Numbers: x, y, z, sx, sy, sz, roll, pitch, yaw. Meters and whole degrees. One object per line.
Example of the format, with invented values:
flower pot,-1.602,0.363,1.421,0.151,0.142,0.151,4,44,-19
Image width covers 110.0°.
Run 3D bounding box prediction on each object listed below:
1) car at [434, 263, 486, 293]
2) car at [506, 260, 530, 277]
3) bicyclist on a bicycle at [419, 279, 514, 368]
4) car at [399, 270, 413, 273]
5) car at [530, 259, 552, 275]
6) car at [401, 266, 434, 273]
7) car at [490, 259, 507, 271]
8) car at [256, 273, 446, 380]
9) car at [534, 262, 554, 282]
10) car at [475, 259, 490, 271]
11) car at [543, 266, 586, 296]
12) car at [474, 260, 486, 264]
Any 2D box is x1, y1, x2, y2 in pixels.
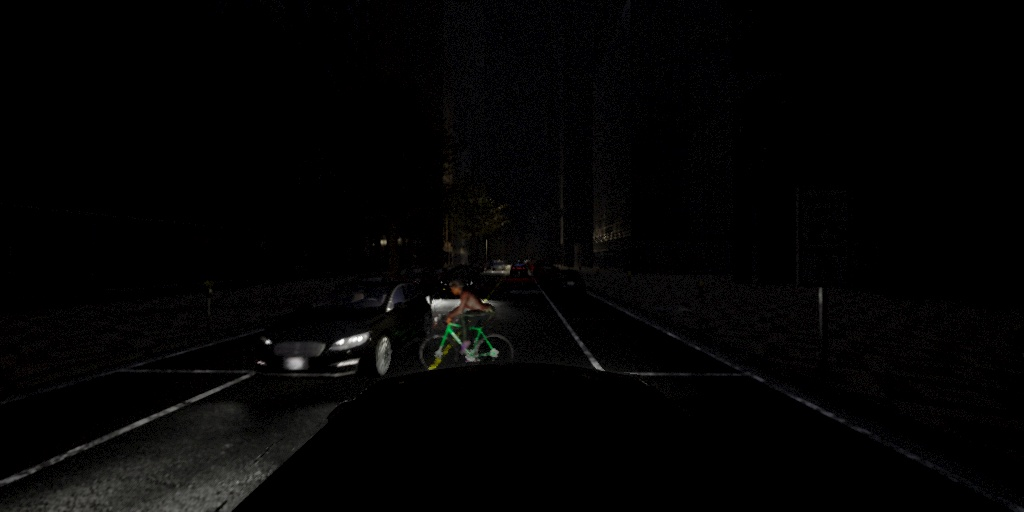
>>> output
car,-2.778,1.366,20.274,1.837,1.490,4.892,0,0,1
car,0.749,1.484,38.707,2.128,1.511,4.902,0,0,1
bicyclist on a bicycle,-0.788,1.228,6.195,1.656,1.620,0.582,-1,0,1
car,-5.649,1.407,14.530,1.802,1.307,4.207,0,0,1
car,3.286,1.294,36.921,2.192,1.841,5.009,0,0,1
car,-5.546,1.300,20.167,1.967,1.591,4.097,0,0,1
car,-2.108,1.652,56.713,1.812,1.442,4.674,0,0,1
car,-3.015,1.274,7.530,2.128,1.511,4.902,0,0,1
car,3.183,1.483,31.283,1.888,1.381,4.507,0,0,1
car,-4.930,1.420,53.998,2.192,1.841,5.009,0,0,1
car,2.978,1.427,20.007,1.948,1.339,4.313,0,0,1
car,-5.033,1.608,48.359,1.888,1.381,4.507,0,0,1
